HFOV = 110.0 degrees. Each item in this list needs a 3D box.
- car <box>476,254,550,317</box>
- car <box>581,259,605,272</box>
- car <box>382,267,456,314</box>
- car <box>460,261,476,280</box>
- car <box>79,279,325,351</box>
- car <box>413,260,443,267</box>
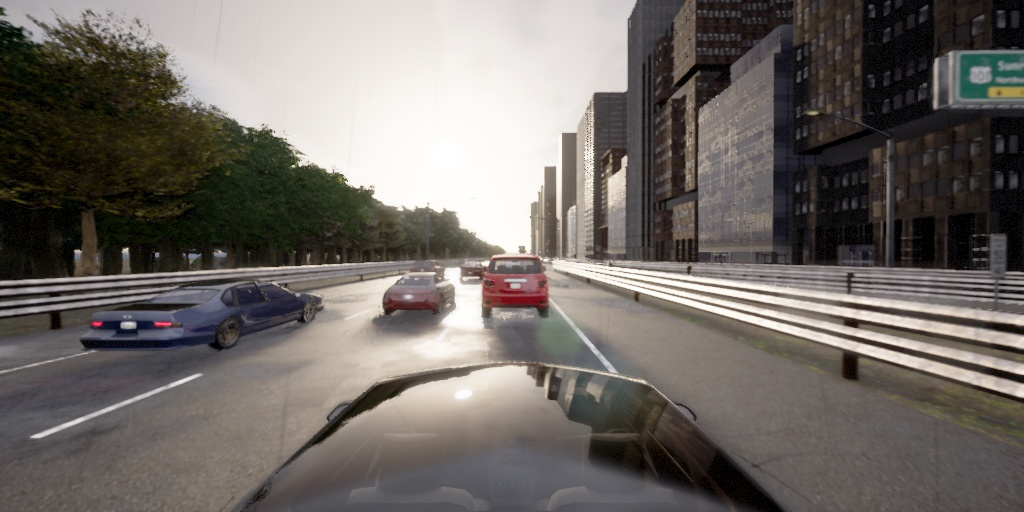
[{"bbox_3d":[0.105,0.967,13.199,2.150,2.045,5.566,0,0,0],"label":"car"},{"bbox_3d":[11.025,1.245,48.762,2.033,1.649,4.856,0,0,-14],"label":"car"},{"bbox_3d":[-3.394,1.310,13.758,1.994,1.385,4.181,0,0,0],"label":"car"},{"bbox_3d":[-3.390,1.226,31.538,1.882,1.535,5.008,0,0,0],"label":"car"},{"bbox_3d":[-6.896,1.294,8.968,2.033,1.411,5.357,0,0,0],"label":"car"},{"bbox_3d":[-6.888,1.099,29.694,2.097,1.767,4.553,0,0,0],"label":"car"}]
